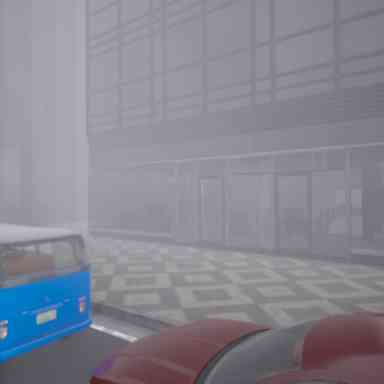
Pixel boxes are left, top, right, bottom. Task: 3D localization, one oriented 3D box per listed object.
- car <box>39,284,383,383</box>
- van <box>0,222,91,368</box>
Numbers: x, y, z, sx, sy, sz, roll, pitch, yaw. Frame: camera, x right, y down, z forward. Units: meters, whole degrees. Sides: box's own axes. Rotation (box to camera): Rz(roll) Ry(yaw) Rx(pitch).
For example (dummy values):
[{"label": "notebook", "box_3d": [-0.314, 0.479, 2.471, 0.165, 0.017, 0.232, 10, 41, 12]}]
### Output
[{"label": "car", "box_3d": [1.181, 1.546, 2.123, 4.507, 1.381, 1.887, -1, 0, 36]}, {"label": "van", "box_3d": [-3.392, 1.396, 5.389, 3.998, 1.788, 1.690, -1, 0, 36]}]
